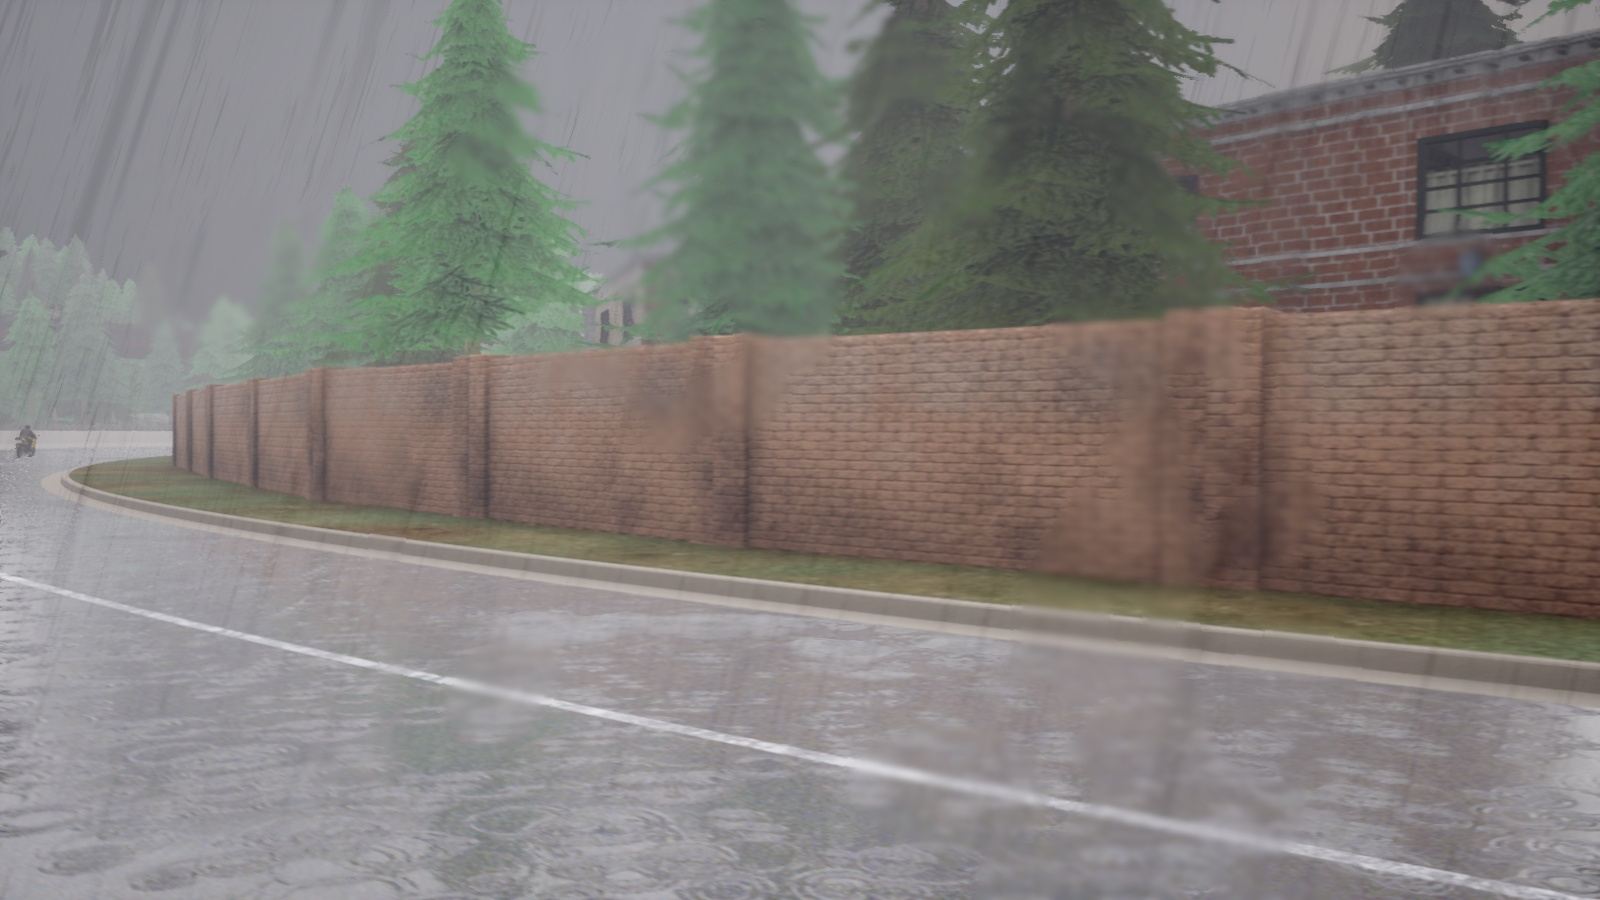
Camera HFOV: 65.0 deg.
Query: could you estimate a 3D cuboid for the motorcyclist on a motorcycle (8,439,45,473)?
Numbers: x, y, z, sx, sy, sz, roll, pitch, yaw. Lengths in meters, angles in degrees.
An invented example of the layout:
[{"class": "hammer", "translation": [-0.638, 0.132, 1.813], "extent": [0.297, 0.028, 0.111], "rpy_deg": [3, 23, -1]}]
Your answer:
[{"class": "motorcyclist on a motorcycle", "translation": [-34.950, 0.261, 56.752], "extent": [0.797, 1.523, 2.044], "rpy_deg": [1, 1, -12]}]
